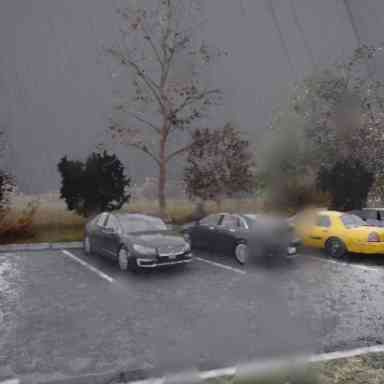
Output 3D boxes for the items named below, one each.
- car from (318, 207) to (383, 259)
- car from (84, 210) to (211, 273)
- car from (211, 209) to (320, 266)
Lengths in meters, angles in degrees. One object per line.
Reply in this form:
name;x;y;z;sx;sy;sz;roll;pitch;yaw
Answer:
car;4.551;1.350;12.263;1.946;1.575;5.366;0;0;-35
car;-1.889;1.348;10.341;2.231;1.521;4.892;0;0;-35
car;1.390;1.351;11.219;2.231;1.521;4.892;0;0;-35
